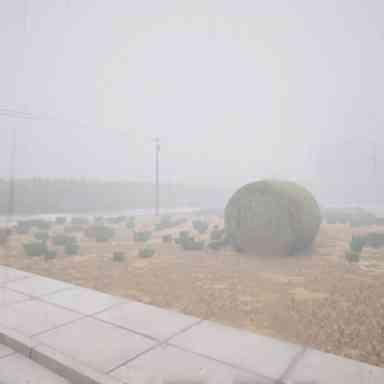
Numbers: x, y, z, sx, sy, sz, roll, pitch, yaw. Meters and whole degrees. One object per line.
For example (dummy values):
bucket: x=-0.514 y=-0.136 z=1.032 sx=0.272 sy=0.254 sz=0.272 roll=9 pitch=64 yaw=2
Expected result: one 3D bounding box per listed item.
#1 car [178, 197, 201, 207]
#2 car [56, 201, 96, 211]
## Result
car: x=-0.325 y=1.584 z=53.121 sx=1.812 sy=1.442 sz=4.674 roll=0 pitch=0 yaw=33
car: x=-12.151 y=1.621 z=34.931 sx=1.994 sy=1.385 sz=4.181 roll=0 pitch=0 yaw=33
